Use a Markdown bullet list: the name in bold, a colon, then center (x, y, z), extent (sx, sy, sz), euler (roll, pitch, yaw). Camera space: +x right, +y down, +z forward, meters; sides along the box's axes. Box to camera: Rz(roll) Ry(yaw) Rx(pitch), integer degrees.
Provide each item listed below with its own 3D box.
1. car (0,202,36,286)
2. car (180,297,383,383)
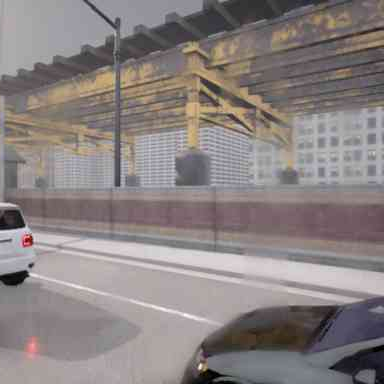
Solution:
- **car**: center (-6.155, 1.242, 8.291), extent (5.566, 2.045, 2.150), euler (0, 0, 36)
- **car**: center (1.944, 1.576, 2.614), extent (4.181, 1.385, 1.994), euler (0, 0, 35)
